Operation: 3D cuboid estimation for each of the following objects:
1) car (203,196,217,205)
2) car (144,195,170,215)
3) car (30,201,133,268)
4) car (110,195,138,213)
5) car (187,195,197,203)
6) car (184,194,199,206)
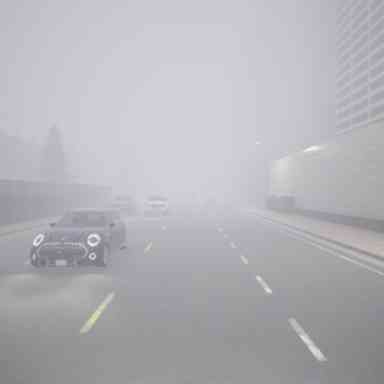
[{"bbox_3d":[3.459,1.565,61.140,1.882,1.535,5.008,0,0,0],"label":"car"},{"bbox_3d":[-3.524,1.307,34.409,2.150,2.045,5.566,0,0,0],"label":"car"},{"bbox_3d":[-3.591,1.361,11.379,2.097,1.767,4.553,0,0,0],"label":"car"},{"bbox_3d":[-7.024,1.307,34.406,2.150,2.045,5.566,0,0,0],"label":"car"},{"bbox_3d":[-0.050,1.418,71.141,2.128,1.511,4.902,0,0,0],"label":"car"},{"bbox_3d":[-0.040,1.308,56.170,2.150,2.045,5.566,0,0,0],"label":"car"}]
